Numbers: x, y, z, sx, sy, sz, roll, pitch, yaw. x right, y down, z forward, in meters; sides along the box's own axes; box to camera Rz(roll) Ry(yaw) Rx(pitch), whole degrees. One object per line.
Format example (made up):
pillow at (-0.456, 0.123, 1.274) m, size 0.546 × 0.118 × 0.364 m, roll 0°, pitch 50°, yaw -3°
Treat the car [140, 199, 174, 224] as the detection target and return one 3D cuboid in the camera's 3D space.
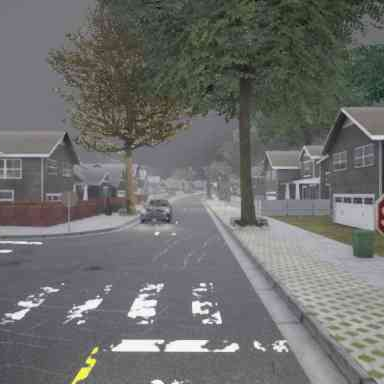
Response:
car at (-2.504, 1.332, 24.727) m, size 2.097 × 1.767 × 4.553 m, roll 0°, pitch 0°, yaw 1°
